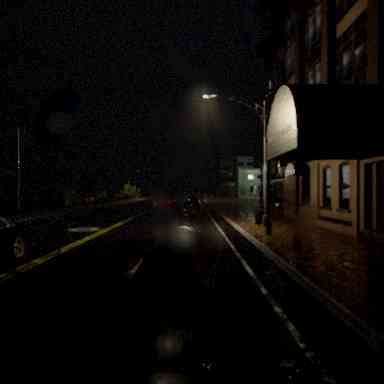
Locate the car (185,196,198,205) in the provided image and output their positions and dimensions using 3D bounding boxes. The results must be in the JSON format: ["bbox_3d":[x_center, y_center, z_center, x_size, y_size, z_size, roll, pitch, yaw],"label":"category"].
[{"bbox_3d":[-0.039,1.327,54.030,1.994,1.385,4.181,0,0,0],"label":"car"}]

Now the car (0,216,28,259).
[{"bbox_3d":[-6.592,1.450,9.566,2.128,1.511,4.902,0,0,0],"label":"car"}]

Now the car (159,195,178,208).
[{"bbox_3d":[-3.282,1.357,43.608,2.033,1.411,5.357,0,0,0],"label":"car"}]

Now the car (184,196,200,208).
[{"bbox_3d":[-0.032,1.314,43.610,1.837,1.490,4.892,0,0,0],"label":"car"}]

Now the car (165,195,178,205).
[{"bbox_3d":[-3.289,1.289,54.027,1.812,1.442,4.674,0,0,0],"label":"car"}]
